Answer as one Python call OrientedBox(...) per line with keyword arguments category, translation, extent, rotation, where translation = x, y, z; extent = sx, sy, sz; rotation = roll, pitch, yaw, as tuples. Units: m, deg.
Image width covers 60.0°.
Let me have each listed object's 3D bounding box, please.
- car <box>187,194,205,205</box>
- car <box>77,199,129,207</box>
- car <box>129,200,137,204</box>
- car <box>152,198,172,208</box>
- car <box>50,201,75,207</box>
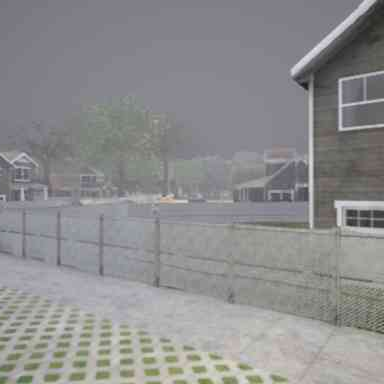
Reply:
OrientedBox(category="car", translation=(0.728, 1.310, 60.080), extent=(2.150, 2.045, 5.566), rotation=(0, 0, 15))
OrientedBox(category="car", translation=(-8.509, 1.636, 31.976), extent=(1.882, 1.535, 5.008), rotation=(0, 0, 21))
OrientedBox(category="car", translation=(-8.420, 1.686, 40.671), extent=(1.837, 1.490, 4.892), rotation=(0, 0, 19))
OrientedBox(category="car", translation=(-4.640, 1.625, 51.806), extent=(1.882, 1.535, 5.008), rotation=(0, 1, 18))
OrientedBox(category="car", translation=(-11.912, 1.644, 31.399), extent=(2.128, 1.511, 4.902), rotation=(0, 0, 22))
